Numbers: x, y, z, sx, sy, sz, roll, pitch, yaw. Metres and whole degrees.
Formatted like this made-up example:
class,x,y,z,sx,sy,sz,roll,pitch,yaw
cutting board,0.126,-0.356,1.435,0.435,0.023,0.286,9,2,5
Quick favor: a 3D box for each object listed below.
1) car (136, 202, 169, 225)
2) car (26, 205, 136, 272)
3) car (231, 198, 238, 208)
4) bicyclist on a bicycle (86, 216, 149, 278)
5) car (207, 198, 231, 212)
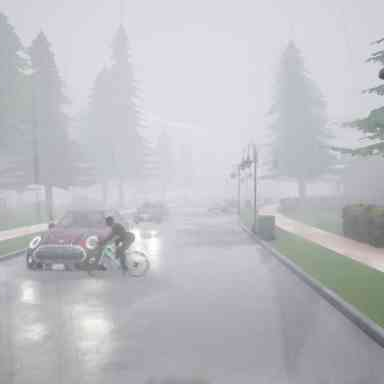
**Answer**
class,x,y,z,sx,sy,sz,roll,pitch,yaw
car,-2.845,1.491,24.119,2.128,1.511,4.902,0,0,5
car,-3.413,1.352,10.865,2.097,1.767,4.553,0,0,1
car,5.750,1.564,49.076,1.994,1.385,4.181,0,0,18
bicyclist on a bicycle,-1.963,1.454,8.669,1.656,1.620,0.582,-2,0,1
car,3.043,1.526,38.764,1.812,1.442,4.674,0,0,13
